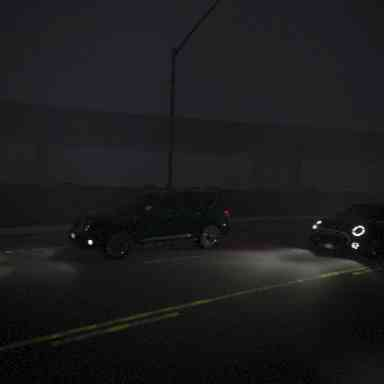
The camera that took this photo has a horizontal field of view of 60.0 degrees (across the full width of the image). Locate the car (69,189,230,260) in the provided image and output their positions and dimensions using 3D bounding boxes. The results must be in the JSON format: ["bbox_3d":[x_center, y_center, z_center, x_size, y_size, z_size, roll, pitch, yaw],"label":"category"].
[{"bbox_3d":[-1.230,0.940,11.471,5.566,2.045,2.150,0,2,-33],"label":"car"}]

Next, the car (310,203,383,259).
[{"bbox_3d":[6.437,1.192,11.941,4.553,1.767,2.097,0,1,-29],"label":"car"}]
